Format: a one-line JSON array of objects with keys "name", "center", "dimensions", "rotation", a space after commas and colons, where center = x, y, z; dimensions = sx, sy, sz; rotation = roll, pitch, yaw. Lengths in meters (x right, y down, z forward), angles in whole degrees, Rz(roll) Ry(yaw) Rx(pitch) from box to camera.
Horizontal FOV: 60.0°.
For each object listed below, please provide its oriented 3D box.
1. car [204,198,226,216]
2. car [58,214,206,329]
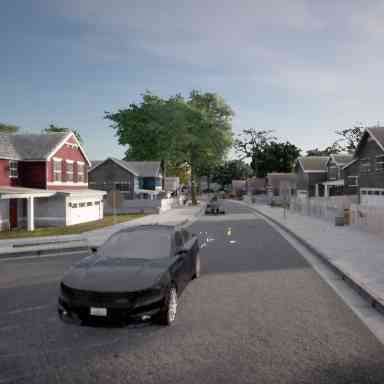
[{"name": "car", "center": [2.314, 1.606, 32.764], "dimensions": [1.994, 1.385, 4.181], "rotation": [0, 0, 6]}, {"name": "car", "center": [-0.986, 1.485, 7.353], "dimensions": [1.882, 1.535, 5.008], "rotation": [0, 0, 9]}]
